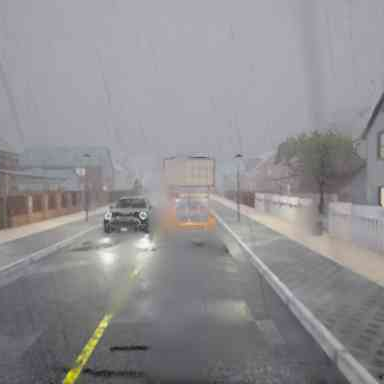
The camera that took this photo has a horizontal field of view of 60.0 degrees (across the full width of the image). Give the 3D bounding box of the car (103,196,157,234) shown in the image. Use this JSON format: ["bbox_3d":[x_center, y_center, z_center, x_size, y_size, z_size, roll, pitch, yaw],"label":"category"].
[{"bbox_3d":[-3.006,1.021,16.877,2.097,1.767,4.553,0,1,-1],"label":"car"}]

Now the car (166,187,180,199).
[{"bbox_3d":[-3.344,0.149,59.707,2.150,2.045,5.566,0,1,0],"label":"car"}]

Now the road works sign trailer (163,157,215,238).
[{"bbox_3d":[-0.134,0.158,15.561,2.380,3.560,2.880,0,1,0],"label":"road works sign trailer"}]
